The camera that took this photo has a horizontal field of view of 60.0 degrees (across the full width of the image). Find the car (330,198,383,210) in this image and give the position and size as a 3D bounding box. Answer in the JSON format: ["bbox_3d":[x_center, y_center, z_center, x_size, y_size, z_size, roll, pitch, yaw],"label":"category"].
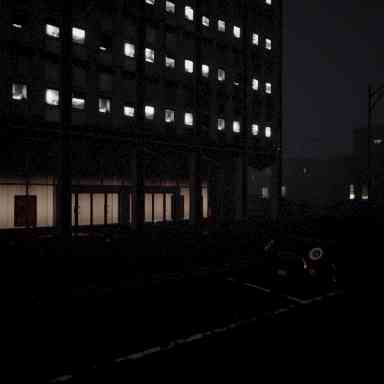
[{"bbox_3d":[17.796,1.468,34.888,2.033,1.411,5.357,0,0,-35],"label":"car"}]

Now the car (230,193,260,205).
[{"bbox_3d":[9.120,1.168,57.598,2.192,1.841,5.009,1,0,-35],"label":"car"}]

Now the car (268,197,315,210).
[{"bbox_3d":[11.682,1.427,39.172,2.008,1.369,4.403,1,0,-35],"label":"car"}]

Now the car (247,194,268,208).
[{"bbox_3d":[8.533,1.168,43.725,2.192,1.841,5.009,1,0,-35],"label":"car"}]

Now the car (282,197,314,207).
[{"bbox_3d":[15.422,1.481,48.494,1.802,1.307,4.206,1,0,-35],"label":"car"}]

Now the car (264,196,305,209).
[{"bbox_3d":[11.944,1.354,43.333,1.882,1.535,5.008,0,0,-35],"label":"car"}]

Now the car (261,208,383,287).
[{"bbox_3d":[3.821,1.441,9.294,4.097,1.590,1.967,0,0,-36],"label":"car"}]

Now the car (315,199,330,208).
[{"bbox_3d":[18.477,1.447,44.081,1.752,1.417,4.829,1,0,-35],"label":"car"}]
